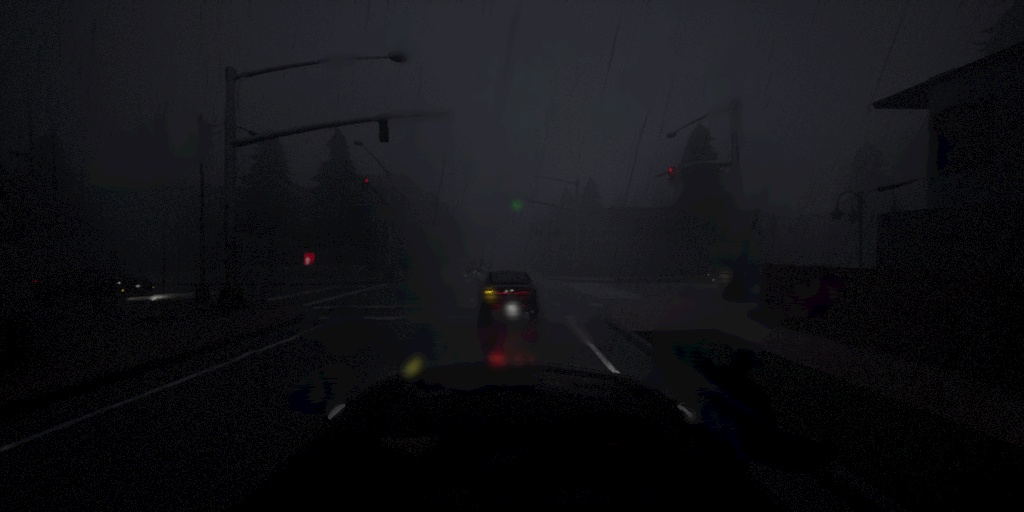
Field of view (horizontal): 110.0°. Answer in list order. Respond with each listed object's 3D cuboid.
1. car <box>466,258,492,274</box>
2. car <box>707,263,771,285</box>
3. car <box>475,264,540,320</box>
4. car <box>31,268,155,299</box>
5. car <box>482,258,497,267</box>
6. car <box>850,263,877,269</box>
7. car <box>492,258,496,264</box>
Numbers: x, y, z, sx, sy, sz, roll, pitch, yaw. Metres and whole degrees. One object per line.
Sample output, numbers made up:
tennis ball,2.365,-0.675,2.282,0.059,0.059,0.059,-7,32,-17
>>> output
car,-3.595,1.139,37.581,2.033,1.411,5.357,0,0,0
car,15.543,1.183,23.090,5.357,1.411,2.033,0,0,-7
car,-0.242,1.207,12.461,1.837,1.490,4.892,0,0,-6
car,-19.910,1.262,17.161,4.181,1.385,1.994,0,0,-2
car,-3.538,1.049,58.220,2.033,1.411,5.357,0,0,0
car,25.499,1.173,25.381,5.357,1.411,2.033,0,0,-17
car,-3.585,1.039,47.763,2.128,1.511,4.902,0,0,0
